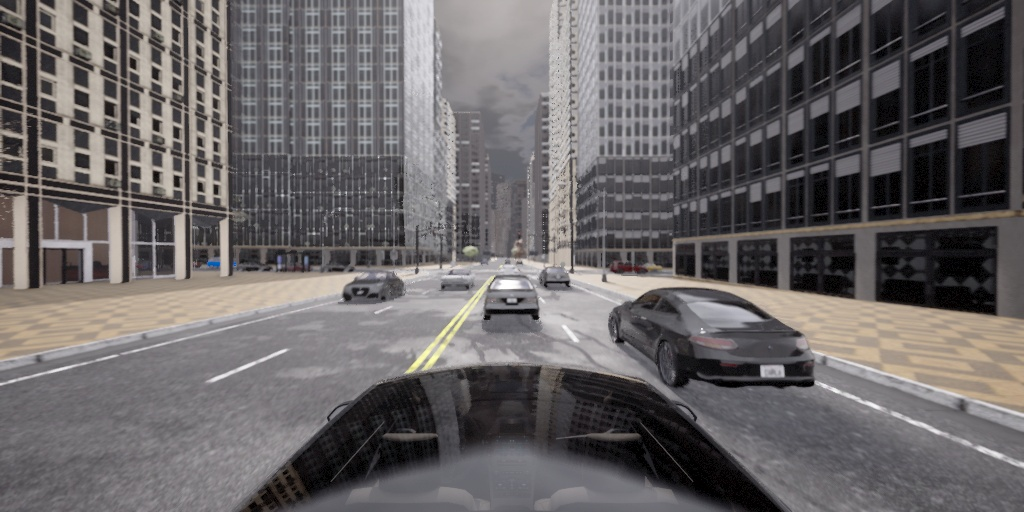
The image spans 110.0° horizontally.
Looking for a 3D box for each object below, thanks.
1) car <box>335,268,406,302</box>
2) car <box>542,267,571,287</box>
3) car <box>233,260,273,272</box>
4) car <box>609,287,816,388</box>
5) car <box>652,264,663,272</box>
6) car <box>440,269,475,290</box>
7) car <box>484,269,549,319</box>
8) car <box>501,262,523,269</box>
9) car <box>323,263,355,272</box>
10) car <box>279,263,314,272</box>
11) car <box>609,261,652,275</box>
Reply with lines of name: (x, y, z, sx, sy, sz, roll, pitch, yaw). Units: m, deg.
car: (-6.789, 1.454, 17.994, 1.994, 1.385, 4.181, 0, 0, -1)
car: (3.053, 1.479, 26.408, 2.033, 1.411, 5.357, 0, 0, -1)
car: (-34.678, 1.500, 48.371, 4.313, 1.339, 1.948, 0, 0, 0)
car: (3.277, 1.310, 6.836, 1.812, 1.442, 4.674, 0, 0, 0)
car: (21.122, 1.777, 56.538, 4.829, 1.417, 1.751, 0, 0, 0)
car: (-3.615, 1.531, 24.420, 1.895, 1.301, 4.718, 0, 0, -1)
car: (-0.029, 1.387, 13.146, 2.033, 1.411, 5.357, 0, 0, -1)
car: (-0.258, 1.498, 31.154, 1.812, 1.442, 4.674, 0, 0, -1)
car: (-23.310, 1.581, 48.210, 4.313, 1.339, 1.948, 0, 0, 0)
car: (-28.996, 1.557, 48.271, 4.207, 1.307, 1.802, 0, 0, 0)
car: (15.619, 1.598, 48.181, 5.009, 1.841, 2.192, 0, 0, 0)
